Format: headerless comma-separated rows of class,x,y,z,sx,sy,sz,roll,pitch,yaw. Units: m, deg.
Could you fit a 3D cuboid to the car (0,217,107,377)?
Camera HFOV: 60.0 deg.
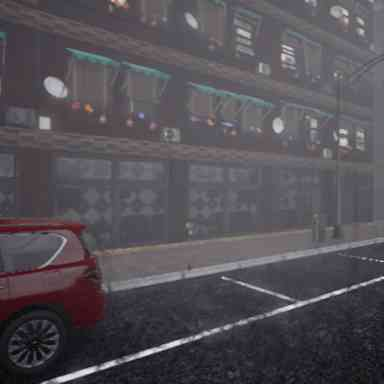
car,-3.553,1.316,4.023,5.009,1.841,2.192,0,0,-36
